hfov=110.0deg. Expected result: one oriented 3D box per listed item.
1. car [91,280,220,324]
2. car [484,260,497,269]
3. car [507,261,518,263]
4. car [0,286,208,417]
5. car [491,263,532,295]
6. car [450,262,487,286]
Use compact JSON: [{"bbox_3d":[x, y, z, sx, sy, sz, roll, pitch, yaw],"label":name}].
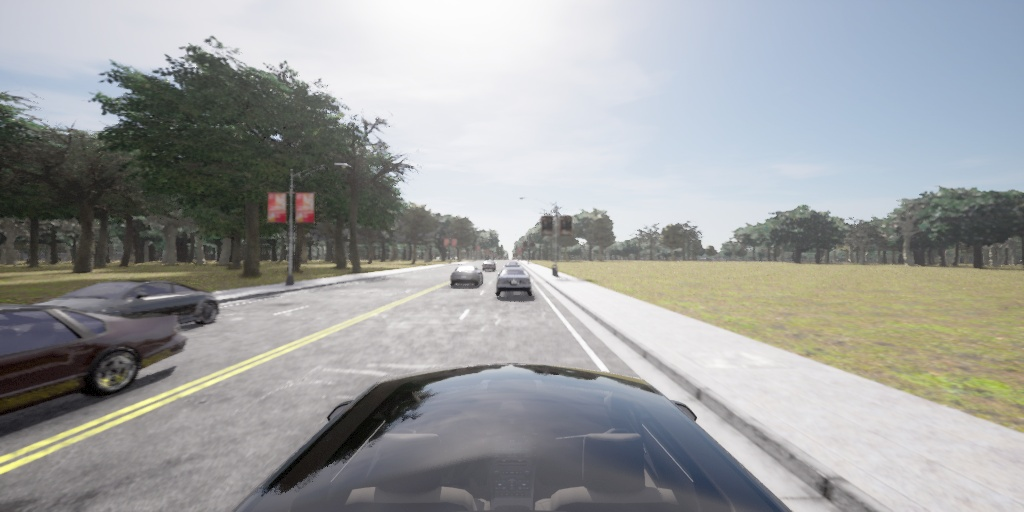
[{"bbox_3d":[-9.831,1.319,9.103,1.994,1.385,4.181,0,0,0],"label":"car"},{"bbox_3d":[-3.165,1.323,49.764,2.033,1.411,5.357,0,0,0],"label":"car"},{"bbox_3d":[0.087,1.322,42.240,2.033,1.411,5.357,0,0,0],"label":"car"},{"bbox_3d":[-6.596,1.298,3.841,2.033,1.411,5.357,0,0,0],"label":"car"},{"bbox_3d":[0.094,1.310,19.691,2.033,1.411,5.357,0,0,0],"label":"car"},{"bbox_3d":[-3.158,1.329,25.606,1.994,1.385,4.181,0,0,0],"label":"car"}]
